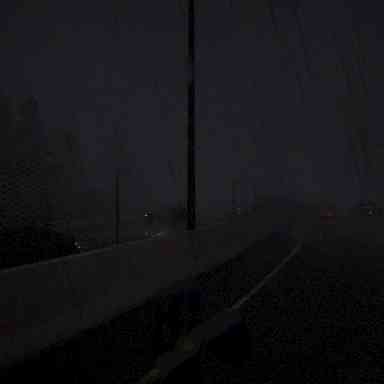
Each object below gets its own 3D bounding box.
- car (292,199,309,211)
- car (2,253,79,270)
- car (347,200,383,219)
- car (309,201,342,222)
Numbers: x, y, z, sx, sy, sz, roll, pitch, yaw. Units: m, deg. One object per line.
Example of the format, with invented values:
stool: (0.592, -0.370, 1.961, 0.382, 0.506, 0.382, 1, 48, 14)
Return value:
car: (13.712, 1.547, 41.239, 1.994, 1.385, 4.181, 0, 0, 8)
car: (-4.708, 1.517, 7.627, 1.812, 1.442, 4.674, 0, 0, 28)
car: (15.096, 1.482, 29.388, 2.128, 1.511, 4.902, 0, 0, 14)
car: (10.810, 1.468, 26.786, 1.882, 1.535, 5.008, 0, 0, 16)
